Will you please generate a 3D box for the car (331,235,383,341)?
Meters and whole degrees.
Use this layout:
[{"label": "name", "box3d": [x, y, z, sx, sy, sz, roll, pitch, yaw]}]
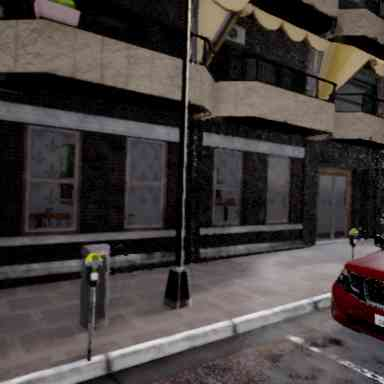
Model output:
[{"label": "car", "box3d": [4.494, 1.322, 5.519, 5.009, 1.841, 2.192, 1, 2, -34]}]
